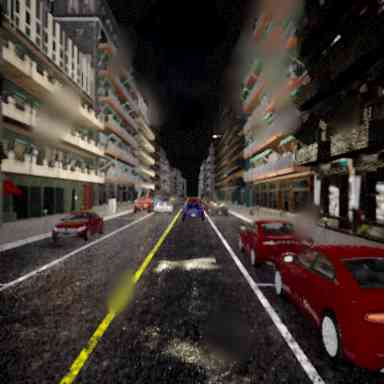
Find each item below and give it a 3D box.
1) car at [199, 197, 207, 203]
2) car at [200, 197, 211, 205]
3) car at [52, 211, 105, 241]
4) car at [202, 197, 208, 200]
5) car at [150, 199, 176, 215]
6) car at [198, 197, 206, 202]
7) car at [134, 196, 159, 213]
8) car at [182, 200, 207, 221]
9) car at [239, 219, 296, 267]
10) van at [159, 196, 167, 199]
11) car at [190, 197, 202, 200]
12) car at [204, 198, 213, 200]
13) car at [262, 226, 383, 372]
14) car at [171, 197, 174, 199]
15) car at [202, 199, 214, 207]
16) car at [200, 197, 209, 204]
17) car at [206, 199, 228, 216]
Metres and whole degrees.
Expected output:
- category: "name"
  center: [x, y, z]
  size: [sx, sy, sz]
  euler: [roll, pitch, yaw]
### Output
- category: "car"
  center: [2.749, 2.005, 85.047]
  size: [1.887, 1.381, 4.507]
  euler: [0, 0, 0]
- category: "car"
  center: [2.737, 1.783, 68.061]
  size: [1.967, 1.590, 4.097]
  euler: [0, 0, 0]
- category: "car"
  center: [-5.678, 1.661, 17.131]
  size: [1.802, 1.307, 4.206]
  euler: [0, 0, 0]
- category: "car"
  center: [2.722, 1.757, 45.418]
  size: [1.887, 1.381, 4.507]
  euler: [0, 0, 0]
- category: "car"
  center: [-3.068, 1.772, 36.620]
  size: [1.895, 1.301, 4.718]
  euler: [0, 0, 0]
- category: "car"
  center: [2.753, 2.045, 90.712]
  size: [1.887, 1.381, 4.507]
  euler: [0, 0, 0]
- category: "car"
  center: [-5.662, 1.501, 39.783]
  size: [2.192, 1.841, 5.009]
  euler: [0, 0, 0]
- category: "car"
  center: [0.119, 1.660, 28.894]
  size: [1.812, 1.442, 4.674]
  euler: [0, 0, 0]
- category: "car"
  center: [2.699, 1.596, 11.443]
  size: [1.887, 1.381, 4.507]
  euler: [0, 0, 0]
- category: "van"
  center: [-5.650, 1.612, 56.769]
  size: [1.690, 1.788, 3.998]
  euler: [0, 0, 0]
- category: "car"
  center: [0.132, 1.743, 46.547]
  size: [1.812, 1.442, 4.674]
  euler: [0, 0, 0]
- category: "car"
  center: [2.719, 1.736, 39.755]
  size: [2.008, 1.369, 4.403]
  euler: [0, 0, 0]
- category: "car"
  center: [2.694, 1.570, 5.781]
  size: [1.887, 1.381, 4.507]
  euler: [0, 0, 0]
- category: "car"
  center: [-5.639, 1.927, 73.751]
  size: [1.887, 1.381, 4.507]
  euler: [0, 0, 0]
- category: "car"
  center: [2.730, 1.852, 56.741]
  size: [1.802, 1.307, 4.206]
  euler: [0, 0, 0]
- category: "car"
  center: [2.741, 1.909, 73.892]
  size: [1.752, 1.417, 4.829]
  euler: [0, 0, 0]
- category: "car"
  center: [2.715, 1.709, 34.092]
  size: [2.008, 1.369, 4.403]
  euler: [0, 0, 0]
